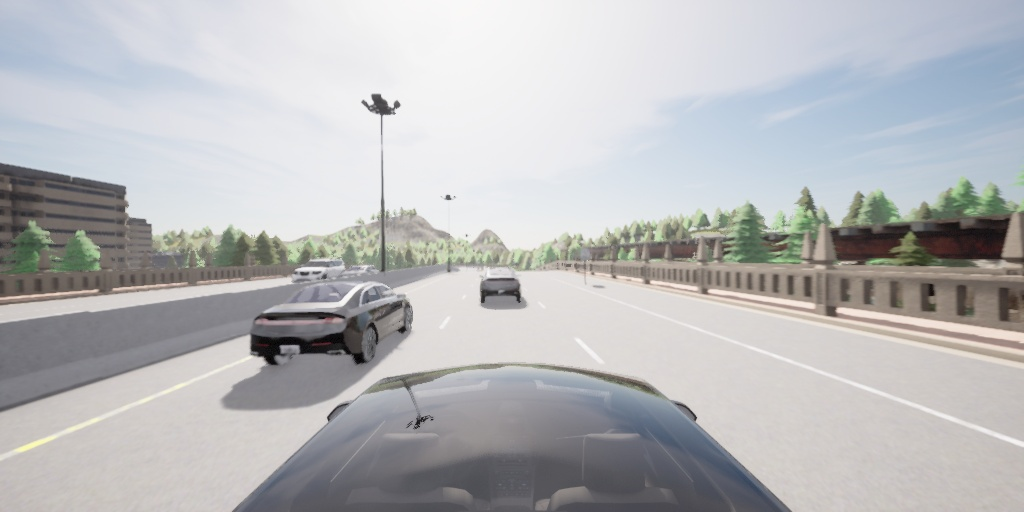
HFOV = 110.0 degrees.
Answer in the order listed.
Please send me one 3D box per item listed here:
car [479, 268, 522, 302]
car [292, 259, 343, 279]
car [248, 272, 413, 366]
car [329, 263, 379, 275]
[{"bbox_3d":[-0.573,1.316,17.496,2.128,1.511,4.902,-1,0,-3],"label":"car"},{"bbox_3d":[-15.387,1.255,29.021,2.150,2.045,5.566,-1,0,-3],"label":"car"},{"bbox_3d":[-3.656,1.307,8.199,2.128,1.511,4.902,-1,0,-2],"label":"car"},{"bbox_3d":[-11.818,1.482,27.898,2.128,1.511,4.902,-1,0,-3],"label":"car"}]
